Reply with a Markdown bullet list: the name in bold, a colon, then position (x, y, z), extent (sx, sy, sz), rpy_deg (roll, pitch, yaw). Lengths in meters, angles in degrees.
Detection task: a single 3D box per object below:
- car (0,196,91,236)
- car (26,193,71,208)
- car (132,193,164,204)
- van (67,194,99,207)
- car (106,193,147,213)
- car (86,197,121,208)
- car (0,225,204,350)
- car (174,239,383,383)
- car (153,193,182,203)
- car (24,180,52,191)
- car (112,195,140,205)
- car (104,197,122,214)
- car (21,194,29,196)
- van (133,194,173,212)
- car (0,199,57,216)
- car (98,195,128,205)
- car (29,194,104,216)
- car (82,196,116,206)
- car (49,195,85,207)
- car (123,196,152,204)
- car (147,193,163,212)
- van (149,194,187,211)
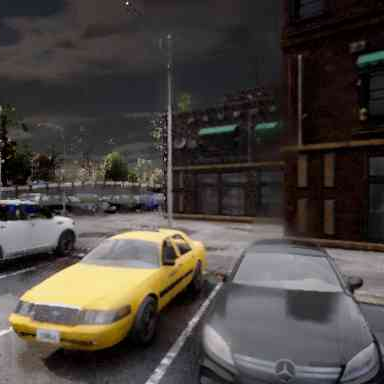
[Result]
- **car**: position (-5.913, 1.233, 10.413), extent (2.435, 2.045, 5.566), rpy_deg (0, -1, 15)
- **car**: position (-20.332, 1.246, 47.306), extent (5.566, 2.045, 2.435), rpy_deg (-1, -1, 14)
- **car**: position (-8.538, 1.254, 64.831), extent (5.566, 2.045, 2.435), rpy_deg (-1, 0, 14)
- **van**: position (-17.088, 1.276, 52.333), extent (4.442, 1.987, 1.878), rpy_deg (-1, 0, 14)
- **car**: position (-8.137, 1.242, 35.158), extent (5.566, 2.045, 2.435), rpy_deg (1, 1, 14)
- **car**: position (-12.677, 1.519, 48.174), extent (1.837, 1.490, 4.892), rpy_deg (0, -1, 34)
- **car**: position (-1.064, 1.479, 6.719), extent (1.946, 1.575, 5.366), rpy_deg (1, -1, 15)
- **car**: position (1.436, 1.525, 5.158), extent (2.002, 1.452, 4.674), rpy_deg (1, -1, 15)
- **car**: position (-5.093, 1.254, 69.821), extent (5.566, 2.045, 2.435), rpy_deg (-1, -1, 14)
- **car**: position (-24.656, -1.114, 53.375), extent (1.812, 1.442, 4.674), rpy_deg (0, 4, 34)
- **car**: position (-11.866, 1.377, 59.807), extent (4.553, 1.767, 2.185), rpy_deg (-1, 0, 14)
- **car**: position (-9.795, 1.522, 32.698), extent (4.792, 1.488, 2.163), rpy_deg (1, 1, 14)
- **car**: position (-22.080, 1.245, 44.794), extent (5.566, 2.045, 2.435), rpy_deg (-1, 0, 14)
- **van**: position (-4.679, 1.272, 40.035), extent (4.442, 1.987, 1.878), rpy_deg (1, 0, 14)
- **car**: position (-16.385, 1.482, 33.406), extent (1.882, 1.535, 5.008), rpy_deg (0, 0, 34)
- **car**: position (-13.556, 1.376, 57.293), extent (4.553, 1.767, 2.185), rpy_deg (-1, 0, 14)
- **car**: position (-11.395, 1.240, 30.258), extent (5.566, 2.045, 2.435), rpy_deg (1, 0, 14)
- **car**: position (-15.284, 1.503, 54.816), extent (4.892, 1.521, 2.231), rpy_deg (-1, -1, 14)
- **car**: position (-18.696, 1.374, 49.819), extent (4.553, 1.767, 2.185), rpy_deg (-1, -1, 14)
- **car**: position (-10.169, 1.533, 62.311), extent (4.792, 1.488, 2.163), rpy_deg (-1, -1, 14)
- **car**: position (-6.478, 1.244, 37.609), extent (5.566, 2.045, 2.435), rpy_deg (1, 1, 14)
- **van**: position (-3.020, 1.274, 42.485), extent (4.442, 1.987, 1.878), rpy_deg (1, 0, 14)
